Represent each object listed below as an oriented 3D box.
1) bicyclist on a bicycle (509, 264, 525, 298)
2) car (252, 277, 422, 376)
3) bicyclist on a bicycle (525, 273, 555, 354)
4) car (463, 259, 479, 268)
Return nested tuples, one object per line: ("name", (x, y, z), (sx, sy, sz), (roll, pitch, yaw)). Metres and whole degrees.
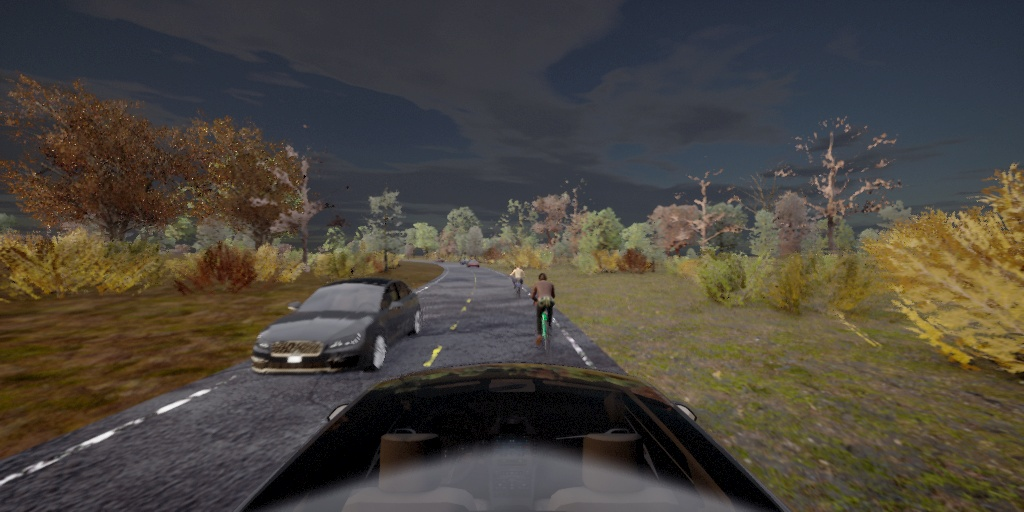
("bicyclist on a bicycle", (0.291, 1.187, 17.599), (0.866, 1.612, 1.509), (0, 0, -4))
("car", (-3.239, 1.255, 7.656), (1.837, 1.490, 4.892), (0, 0, -2))
("bicyclist on a bicycle", (0.694, 1.203, 7.804), (0.582, 1.620, 1.656), (0, 0, -2))
("car", (-6.934, 1.305, 63.270), (1.994, 1.385, 4.181), (0, 0, -12))
